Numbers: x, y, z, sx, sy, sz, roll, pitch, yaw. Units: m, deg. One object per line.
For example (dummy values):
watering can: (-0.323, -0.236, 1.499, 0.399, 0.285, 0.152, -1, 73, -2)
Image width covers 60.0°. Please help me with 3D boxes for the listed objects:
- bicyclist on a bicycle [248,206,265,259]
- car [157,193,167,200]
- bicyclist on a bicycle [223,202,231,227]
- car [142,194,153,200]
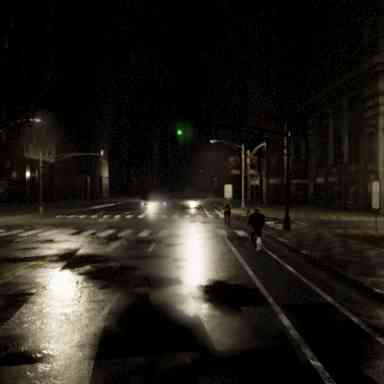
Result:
bicyclist on a bicycle: (2.248, 1.369, 11.727, 0.659, 1.776, 1.843, 0, 0, 0)
car: (-6.470, 1.067, 72.689, 1.837, 1.490, 4.892, 0, 0, 0)
bicyclist on a bicycle: (2.282, 1.470, 21.431, 0.582, 1.620, 1.656, 1, 0, 0)
car: (-9.720, 1.091, 72.690, 1.812, 1.442, 4.674, 0, 0, 0)
